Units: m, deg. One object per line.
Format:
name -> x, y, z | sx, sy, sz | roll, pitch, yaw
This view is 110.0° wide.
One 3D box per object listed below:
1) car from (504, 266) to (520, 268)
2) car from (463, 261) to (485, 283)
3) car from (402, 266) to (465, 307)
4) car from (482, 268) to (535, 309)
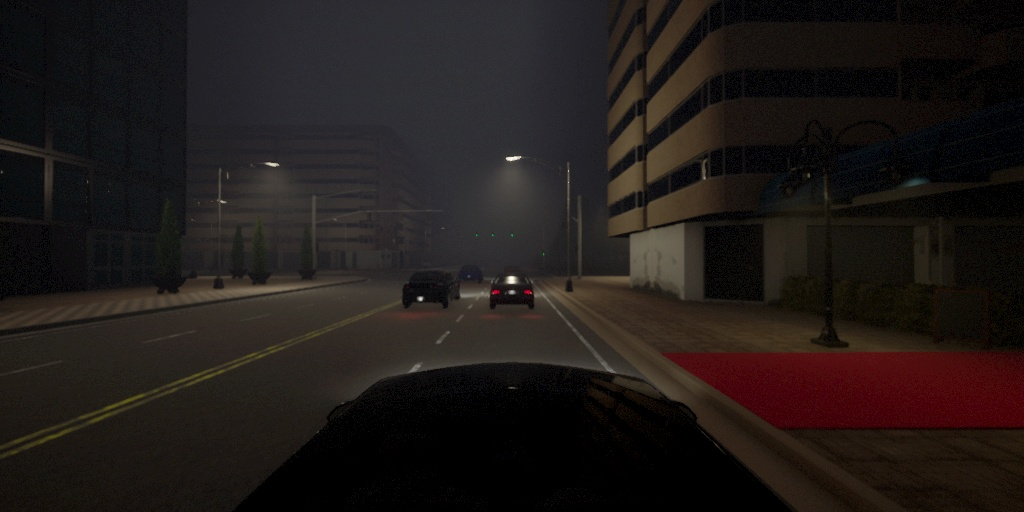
car -> -0.001, 1.547, 31.212 | 1.812, 1.442, 4.674 | 0, 0, 0
car -> -3.590, 1.500, 31.312 | 1.882, 1.535, 5.008 | 0, 0, -3
car -> -3.499, 1.390, 16.153 | 1.837, 1.490, 4.892 | 0, 0, 0
car -> -0.002, 1.427, 15.832 | 2.033, 1.411, 5.357 | 0, 0, 0
